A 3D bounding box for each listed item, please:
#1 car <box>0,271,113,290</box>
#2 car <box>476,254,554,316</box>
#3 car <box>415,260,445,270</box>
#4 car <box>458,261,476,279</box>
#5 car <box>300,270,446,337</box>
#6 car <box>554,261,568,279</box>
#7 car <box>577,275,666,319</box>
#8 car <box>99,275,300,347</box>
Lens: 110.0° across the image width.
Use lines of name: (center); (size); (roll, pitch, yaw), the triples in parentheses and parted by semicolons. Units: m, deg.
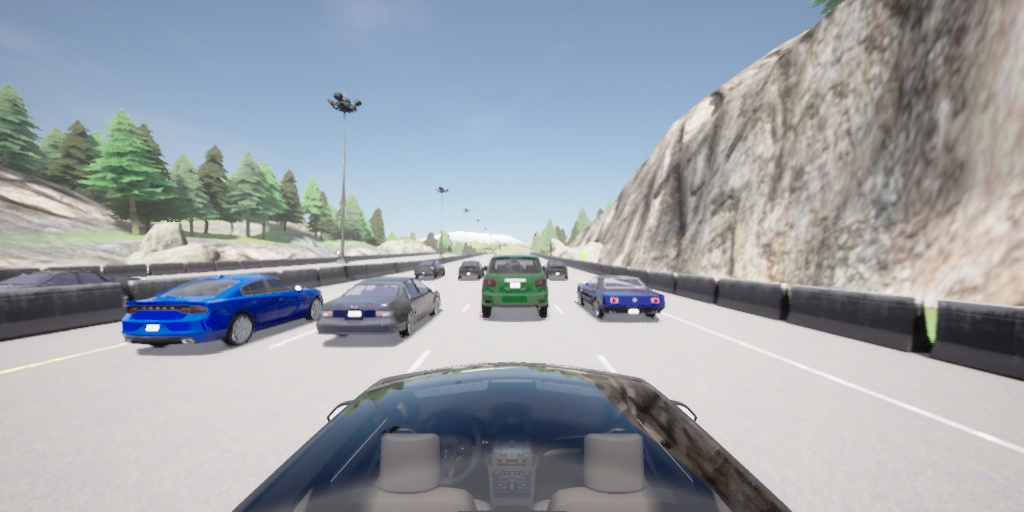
car: (-17.583, 1.279, 13.815); (2.033, 1.411, 5.357); (0, 0, 0)
car: (0.096, 0.955, 13.345); (2.150, 2.045, 5.566); (0, 0, 0)
car: (-6.910, 1.108, 30.492); (2.128, 1.511, 4.902); (0, 1, 0)
car: (-3.410, 1.121, 30.618); (1.837, 1.490, 4.892); (0, 1, 0)
car: (-3.403, 1.289, 10.253); (2.033, 1.411, 5.357); (0, 0, 0)
car: (3.590, 1.121, 30.629); (1.837, 1.490, 4.892); (0, 1, 0)
car: (3.596, 1.336, 12.801); (1.895, 1.301, 4.718); (0, 0, 0)
car: (-6.903, 1.221, 9.362); (1.882, 1.535, 5.008); (0, 0, 0)
